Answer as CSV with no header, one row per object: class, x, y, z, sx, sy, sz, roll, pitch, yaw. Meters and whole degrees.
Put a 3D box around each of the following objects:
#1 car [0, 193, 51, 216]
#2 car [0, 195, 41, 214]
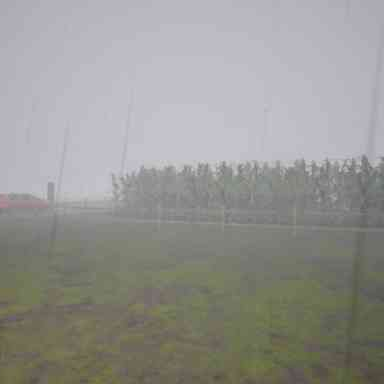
car,-15.743,1.119,30.910,2.150,2.045,5.566,0,1,30
car,-18.166,1.235,33.991,2.097,1.767,4.553,0,0,29
